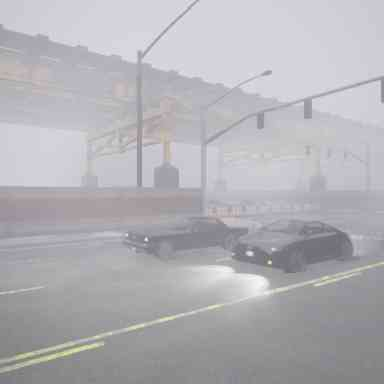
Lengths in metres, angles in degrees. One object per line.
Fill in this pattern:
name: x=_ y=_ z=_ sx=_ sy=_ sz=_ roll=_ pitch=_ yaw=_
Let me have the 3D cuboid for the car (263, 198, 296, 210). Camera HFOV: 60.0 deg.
car: x=9.985 y=1.295 z=40.165 sx=4.536 sy=1.218 sz=1.853 roll=0 pitch=0 yaw=-7

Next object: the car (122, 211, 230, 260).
car: x=-0.140 y=1.601 z=12.488 sx=4.718 sy=1.301 sz=1.895 roll=0 pitch=0 yaw=-35

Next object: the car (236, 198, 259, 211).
car: x=6.141 y=1.295 z=36.462 sx=1.853 sy=1.218 sz=4.536 roll=0 pitch=0 yaw=18

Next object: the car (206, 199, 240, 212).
car: x=2.327 y=1.295 z=33.736 sx=4.536 sy=1.218 sz=1.853 roll=0 pitch=0 yaw=8

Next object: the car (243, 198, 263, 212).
car: x=6.125 y=1.453 z=36.413 sx=2.038 sy=1.542 sz=4.974 roll=0 pitch=0 yaw=18

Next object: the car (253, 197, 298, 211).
car: x=10.036 y=1.453 z=40.171 sx=4.974 sy=1.542 sz=2.038 roll=0 pitch=0 yaw=-7

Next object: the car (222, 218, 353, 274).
car: x=3.269 y=1.564 z=10.620 sx=4.181 sy=1.385 sz=1.994 roll=0 pitch=0 yaw=-35

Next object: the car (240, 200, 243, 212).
car: x=2.379 y=1.453 z=33.729 sx=4.974 sy=1.542 sz=2.038 roll=0 pitch=0 yaw=8
